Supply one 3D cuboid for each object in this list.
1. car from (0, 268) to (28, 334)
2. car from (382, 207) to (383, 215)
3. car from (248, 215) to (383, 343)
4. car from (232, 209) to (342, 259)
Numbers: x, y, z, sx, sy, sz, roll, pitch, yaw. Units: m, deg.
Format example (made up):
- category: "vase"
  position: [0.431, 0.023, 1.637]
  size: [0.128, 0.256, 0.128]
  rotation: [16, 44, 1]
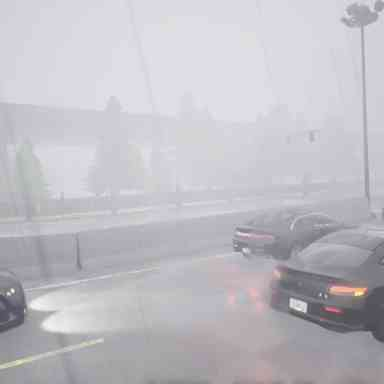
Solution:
- category: "car"
  position: [-4.673, 1.563, 4.718]
  size: [4.181, 1.385, 1.994]
  rotation: [0, 0, -36]
- category: "car"
  position: [10.946, 0.820, 15.953]
  size: [4.892, 1.490, 1.837]
  rotation: [-4, 2, -36]
- category: "car"
  position: [3.414, 1.426, 6.213]
  size: [4.674, 1.442, 1.812]
  rotation: [-2, 1, -36]
- category: "car"
  position: [3.457, 1.305, 10.557]
  size: [4.902, 1.511, 2.128]
  rotation: [-3, 2, -36]
